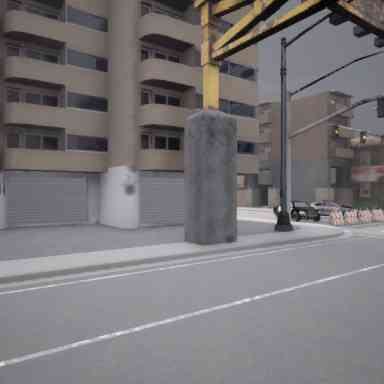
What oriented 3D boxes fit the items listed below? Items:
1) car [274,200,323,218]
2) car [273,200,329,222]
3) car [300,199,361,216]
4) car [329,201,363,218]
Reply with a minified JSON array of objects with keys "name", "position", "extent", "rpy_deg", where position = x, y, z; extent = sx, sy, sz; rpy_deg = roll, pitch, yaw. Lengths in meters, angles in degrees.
[{"name":"car","position":[8.321,1.295,26.449],"extent":[1.853,1.218,4.536],"rpy_deg":[0,0,-10]},{"name":"car","position":[8.331,1.453,26.398],"extent":[2.038,1.542,4.974],"rpy_deg":[0,0,-10]},{"name":"car","position":[11.872,1.295,28.562],"extent":[4.536,1.218,1.853],"rpy_deg":[0,0,35]},{"name":"car","position":[11.915,1.453,28.533],"extent":[4.974,1.542,2.038],"rpy_deg":[0,0,35]}]
